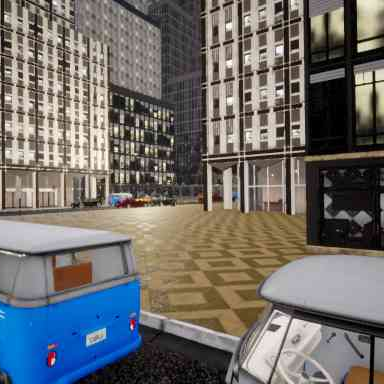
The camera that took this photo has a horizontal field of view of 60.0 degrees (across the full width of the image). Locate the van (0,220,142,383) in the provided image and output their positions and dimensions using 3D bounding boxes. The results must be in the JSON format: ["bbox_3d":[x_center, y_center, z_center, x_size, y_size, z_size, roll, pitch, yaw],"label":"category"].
[{"bbox_3d":[-2.545,1.342,4.703,3.998,1.788,1.690,0,-1,36],"label":"van"}]

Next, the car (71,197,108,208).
[{"bbox_3d":[-13.816,1.404,43.776,1.947,1.339,4.313,0,0,36],"label":"car"}]

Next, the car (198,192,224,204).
[{"bbox_3d":[2.960,0.909,52.504,2.192,1.841,5.009,0,0,36],"label":"car"}]

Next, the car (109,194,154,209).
[{"bbox_3d":[-7.031,1.267,38.858,1.887,1.381,4.507,0,0,36],"label":"car"}]

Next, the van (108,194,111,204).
[{"bbox_3d":[-10.485,1.136,48.326,1.690,1.788,3.998,0,0,36],"label":"van"}]

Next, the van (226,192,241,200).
[{"bbox_3d":[9.509,0.873,75.630,1.690,1.788,3.998,0,0,36],"label":"van"}]

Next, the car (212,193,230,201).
[{"bbox_3d":[6.178,1.017,71.079,1.967,1.590,4.097,0,0,36],"label":"car"}]

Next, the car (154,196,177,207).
[{"bbox_3d":[-3.700,1.231,43.407,2.008,1.369,4.403,0,0,36],"label":"car"}]

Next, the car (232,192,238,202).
[{"bbox_3d":[6.293,1.101,57.053,2.008,1.369,4.403,0,0,36],"label":"car"}]

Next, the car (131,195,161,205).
[{"bbox_3d":[-7.252,1.279,52.739,1.752,1.417,4.829,0,0,36],"label":"car"}]

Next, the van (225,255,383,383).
[{"bbox_3d":[1.995,1.341,1.464,3.998,1.788,1.690,0,-1,36],"label":"van"}]
